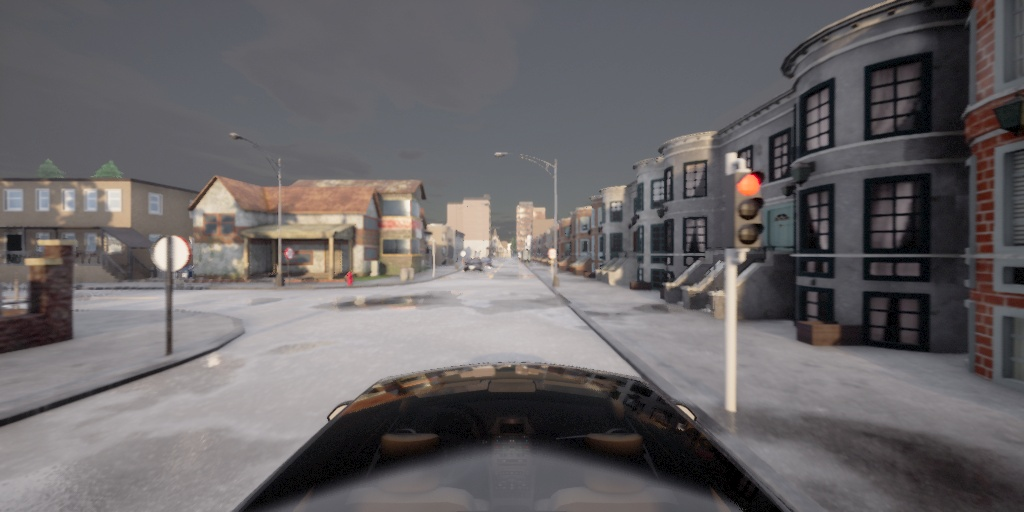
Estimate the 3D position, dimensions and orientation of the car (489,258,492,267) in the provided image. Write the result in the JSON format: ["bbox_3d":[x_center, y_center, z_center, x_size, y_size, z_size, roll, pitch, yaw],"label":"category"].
[{"bbox_3d":[-4.043,0.936,54.426,1.812,1.442,4.674,0,0,0],"label":"car"}]

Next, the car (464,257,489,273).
[{"bbox_3d":[-4.074,1.001,39.071,2.128,1.511,4.902,0,0,0],"label":"car"}]
